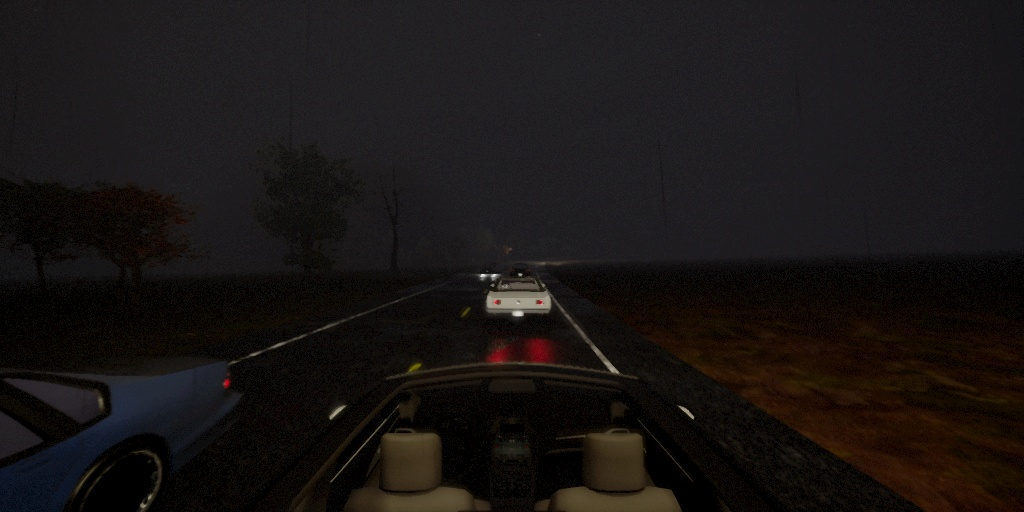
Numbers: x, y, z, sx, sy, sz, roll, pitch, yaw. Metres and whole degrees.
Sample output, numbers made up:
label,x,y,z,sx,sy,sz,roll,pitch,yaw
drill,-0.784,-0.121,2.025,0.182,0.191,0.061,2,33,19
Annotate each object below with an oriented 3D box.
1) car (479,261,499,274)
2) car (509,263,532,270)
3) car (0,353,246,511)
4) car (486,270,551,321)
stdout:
label,x,y,z,sx,sy,sz,roll,pitch,yaw
car,-2.519,1.283,41.126,2.033,1.411,5.357,0,0,3
car,0.695,1.271,30.100,1.812,1.442,4.674,0,0,2
car,-3.598,1.293,1.179,2.033,1.411,5.357,0,0,0
car,0.209,1.351,12.425,1.895,1.301,4.718,0,0,1
